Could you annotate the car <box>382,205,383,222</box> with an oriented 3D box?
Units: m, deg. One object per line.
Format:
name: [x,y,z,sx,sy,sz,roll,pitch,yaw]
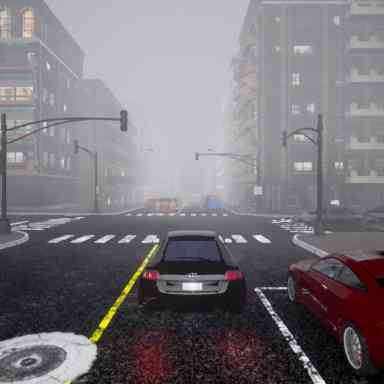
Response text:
car: [14.623,1.727,26.199,4.181,1.385,1.994,1,0,0]

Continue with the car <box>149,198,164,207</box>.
car: [-5.806,1.631,54.260,1.947,1.339,4.313,-1,0,0]

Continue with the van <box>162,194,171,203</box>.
van: [-5.795,1.478,76.353,1.690,1.788,3.998,-1,0,0]

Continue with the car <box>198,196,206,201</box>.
car: [2.814,1.768,92.853,1.947,1.339,4.313,-1,0,0]

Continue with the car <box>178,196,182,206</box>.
car: [-3.061,1.536,51.671,1.882,1.535,5.008,0,0,0]

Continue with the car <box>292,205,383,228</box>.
car: [9.675,1.682,22.808,5.357,1.411,2.033,1,1,-1]

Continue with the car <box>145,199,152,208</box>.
car: [-5.810,1.634,48.738,1.802,1.307,4.206,-1,0,0]

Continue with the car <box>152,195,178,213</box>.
car: [-2.970,1.383,37.569,2.097,1.767,4.553,0,0,-2]

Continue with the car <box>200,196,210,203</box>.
car: [2.729,1.662,70.765,1.887,1.381,4.507,-1,0,0]

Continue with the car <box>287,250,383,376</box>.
car: [2.796,1.582,5.284,1.802,1.307,4.206,0,0,0]

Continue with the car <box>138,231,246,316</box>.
car: [0.007,1.564,7.623,1.994,1.385,4.181,0,0,0]

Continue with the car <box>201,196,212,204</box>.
car: [2.724,1.538,65.245,1.967,1.590,4.097,-1,0,0]

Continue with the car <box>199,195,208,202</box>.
car: [2.782,1.597,81.808,1.967,1.590,4.097,-1,0,0]

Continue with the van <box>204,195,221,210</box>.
van: [2.839,1.381,43.186,1.690,1.788,3.998,-1,0,0]

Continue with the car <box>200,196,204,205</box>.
car: [2.753,1.367,48.683,2.192,1.841,5.009,-1,0,0]
